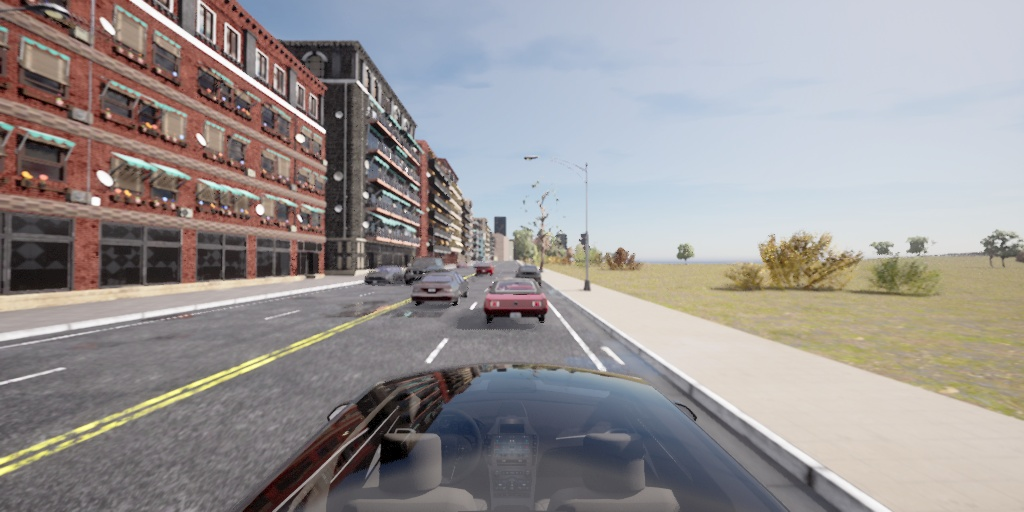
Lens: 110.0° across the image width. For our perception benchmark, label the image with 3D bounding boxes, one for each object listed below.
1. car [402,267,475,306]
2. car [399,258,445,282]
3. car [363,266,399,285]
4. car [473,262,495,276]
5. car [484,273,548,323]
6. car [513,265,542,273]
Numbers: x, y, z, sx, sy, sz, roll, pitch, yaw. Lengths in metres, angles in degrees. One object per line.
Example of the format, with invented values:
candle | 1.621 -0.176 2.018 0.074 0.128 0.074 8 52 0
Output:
car | -3.132 1.405 16.531 2.033 1.411 5.357 0 0 0
car | -6.572 1.158 27.634 2.150 2.045 5.566 0 0 0
car | -9.822 1.490 28.380 2.033 1.411 5.357 0 0 0
car | -3.107 1.517 42.207 1.882 1.535 5.008 0 0 0
car | 0.114 1.429 12.537 1.895 1.301 4.718 0 0 0
car | 1.165 1.434 26.556 1.837 1.490 4.892 0 0 0
